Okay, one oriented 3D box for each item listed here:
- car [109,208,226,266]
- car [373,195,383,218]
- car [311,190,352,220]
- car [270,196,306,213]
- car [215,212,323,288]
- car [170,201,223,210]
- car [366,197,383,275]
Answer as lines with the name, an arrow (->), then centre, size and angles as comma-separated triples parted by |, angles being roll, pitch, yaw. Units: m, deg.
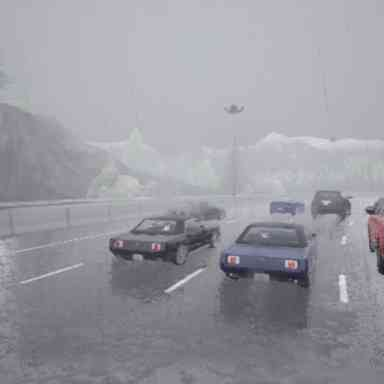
car -> -0.563, 1.453, 11.076 | 1.895, 1.301, 4.718 | 0, 1, 24
car -> 15.182, 1.074, 25.564 | 1.882, 1.535, 5.008 | 0, 1, 32
car -> 10.278, 0.854, 24.333 | 2.150, 2.045, 5.566 | 0, 1, 31
car -> 7.897, 1.082, 27.095 | 1.882, 1.535, 5.008 | 0, 1, 31
car -> 2.361, 1.469, 9.017 | 1.895, 1.301, 4.718 | 0, 1, 24
car -> 0.416, 1.262, 21.097 | 2.033, 1.411, 5.357 | 0, 1, 28
car -> 6.393, 1.068, 9.493 | 2.150, 2.045, 5.566 | 0, 1, 24
